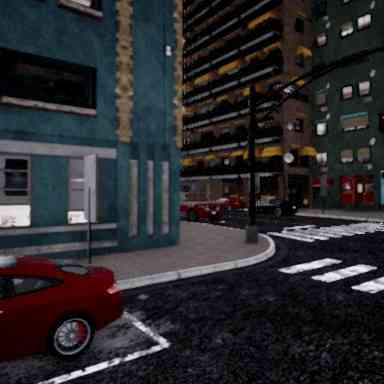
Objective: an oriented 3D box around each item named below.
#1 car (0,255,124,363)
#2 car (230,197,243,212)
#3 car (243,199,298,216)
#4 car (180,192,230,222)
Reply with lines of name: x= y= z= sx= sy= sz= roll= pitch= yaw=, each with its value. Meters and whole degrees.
car: x=-2.998 y=1.582 z=4.413 sx=4.206 sy=1.307 sz=1.802 roll=-1 pitch=1 yaw=-35
car: x=3.412 y=1.134 z=31.920 sx=1.802 sy=1.307 sz=4.206 roll=1 pitch=0 yaw=-36
car: x=6.680 y=1.198 z=27.408 sx=1.947 sy=1.339 sz=4.313 roll=1 pitch=0 yaw=-36
car: x=-0.124 y=0.940 z=22.524 sx=2.192 sy=1.841 sz=5.009 roll=1 pitch=0 yaw=-36
